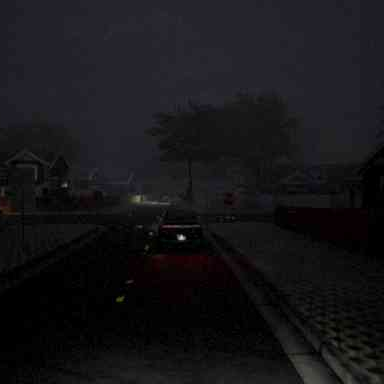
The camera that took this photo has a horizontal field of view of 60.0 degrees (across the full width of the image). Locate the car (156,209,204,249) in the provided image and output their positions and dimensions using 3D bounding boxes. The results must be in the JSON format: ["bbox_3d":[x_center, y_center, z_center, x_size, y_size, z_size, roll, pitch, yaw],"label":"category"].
[{"bbox_3d":[-0.564,1.502,14.753,2.128,1.511,4.902,0,0,-4],"label":"car"}]

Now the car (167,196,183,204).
[{"bbox_3d":[-3.160,1.688,65.532,1.812,1.442,4.674,0,0,4],"label":"car"}]

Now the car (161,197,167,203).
[{"bbox_3d":[-5.373,1.695,72.235,2.033,1.411,5.357,0,0,5],"label":"car"}]
